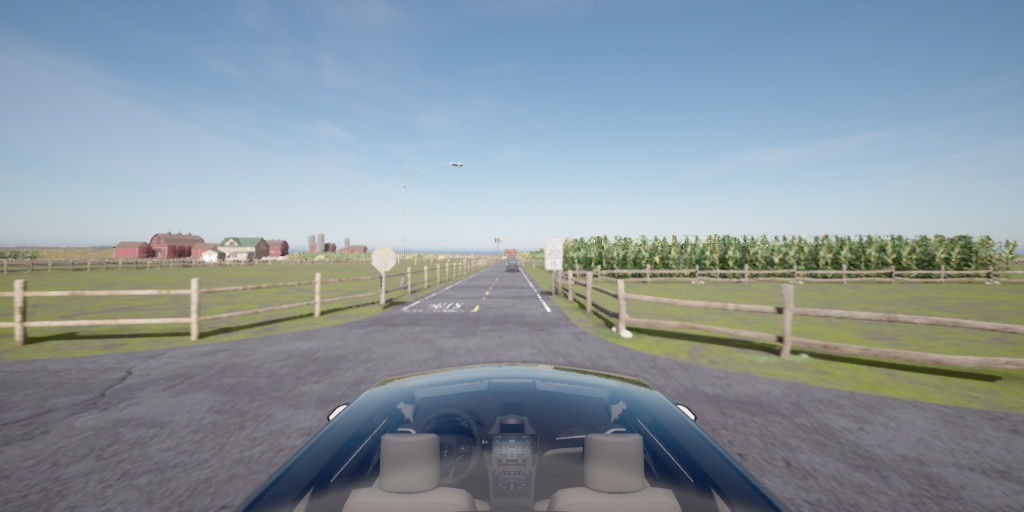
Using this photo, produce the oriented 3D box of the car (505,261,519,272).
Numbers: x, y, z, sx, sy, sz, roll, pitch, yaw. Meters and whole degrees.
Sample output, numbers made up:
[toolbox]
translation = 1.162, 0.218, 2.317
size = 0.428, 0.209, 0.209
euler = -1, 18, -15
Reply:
[car]
translation = 0.038, 1.365, 48.436
size = 2.128, 1.511, 4.902
euler = 0, 0, 0
